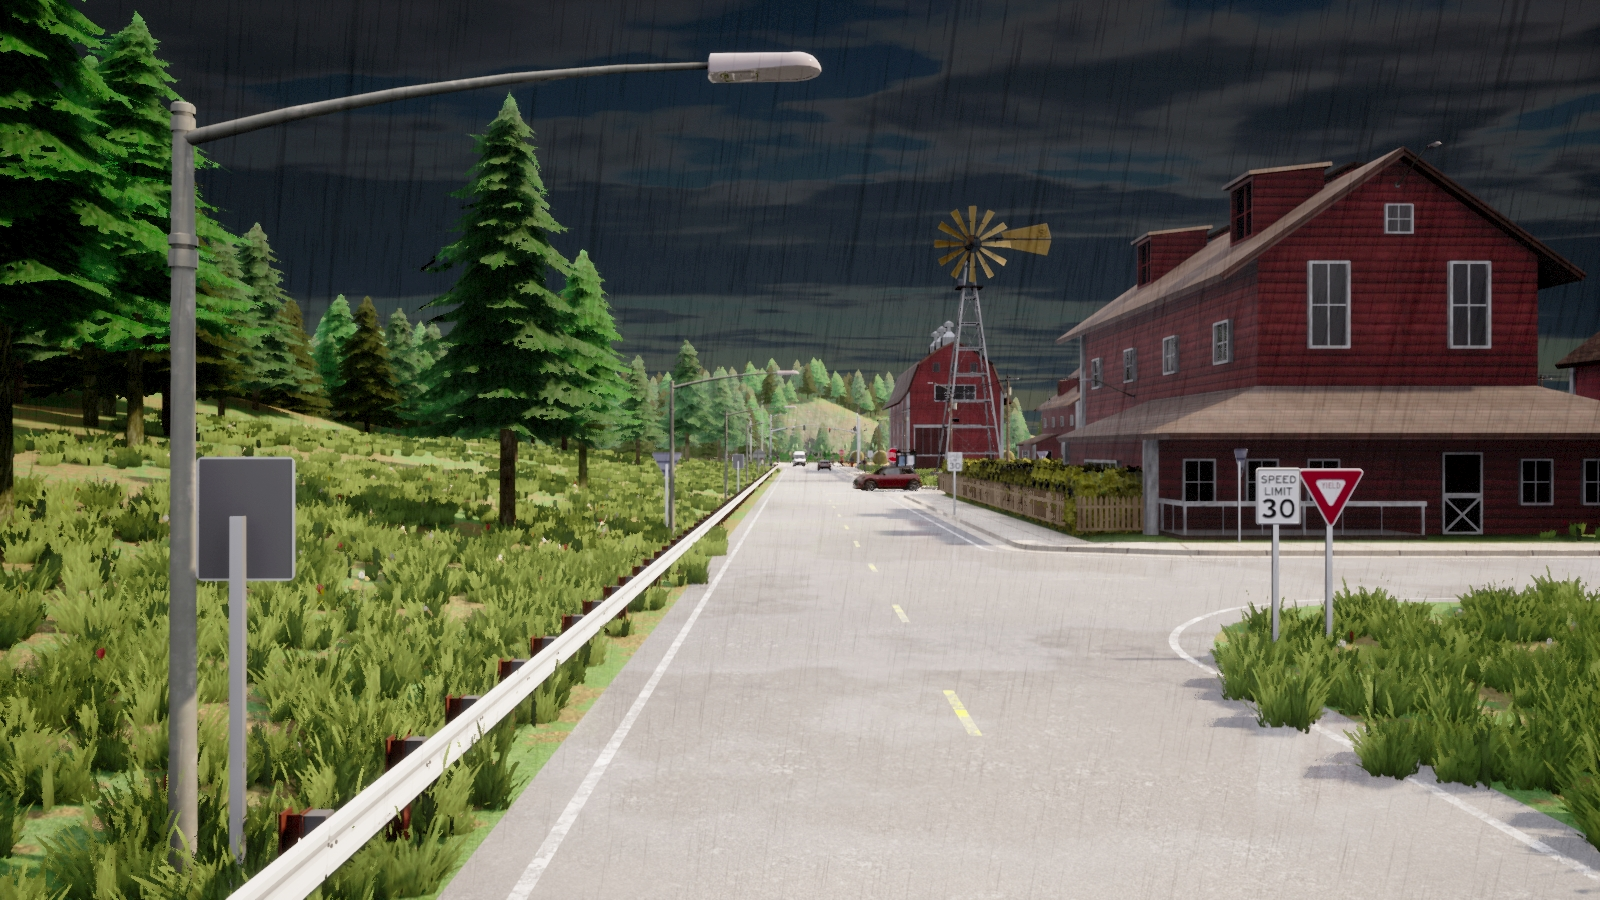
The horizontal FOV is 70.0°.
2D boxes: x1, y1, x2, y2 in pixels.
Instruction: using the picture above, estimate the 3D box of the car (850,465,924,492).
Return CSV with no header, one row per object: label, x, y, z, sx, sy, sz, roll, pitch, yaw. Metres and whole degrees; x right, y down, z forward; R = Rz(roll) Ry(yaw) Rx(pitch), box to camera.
car,5.851,1.906,77.196,4.553,1.767,2.097,0,0,-12
